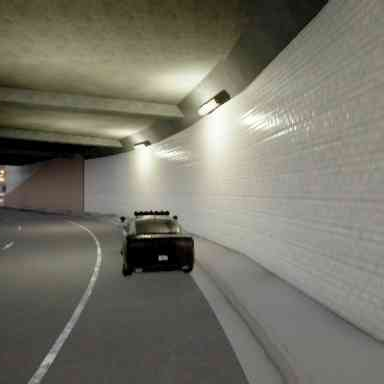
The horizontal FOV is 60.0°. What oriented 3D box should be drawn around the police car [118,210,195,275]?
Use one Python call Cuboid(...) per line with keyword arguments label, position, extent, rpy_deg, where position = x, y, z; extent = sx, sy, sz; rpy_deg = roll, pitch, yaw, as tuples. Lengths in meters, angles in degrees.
Cuboid(label="police car", position=(-1.301, 1.415, 10.654), extent=(1.930, 1.638, 5.238), rpy_deg=(0, 0, -13))
